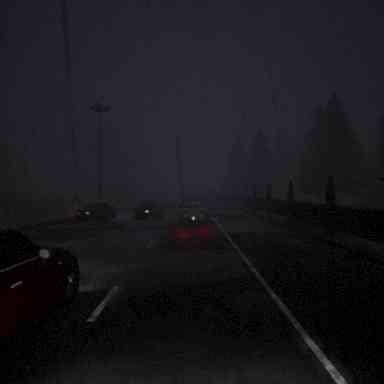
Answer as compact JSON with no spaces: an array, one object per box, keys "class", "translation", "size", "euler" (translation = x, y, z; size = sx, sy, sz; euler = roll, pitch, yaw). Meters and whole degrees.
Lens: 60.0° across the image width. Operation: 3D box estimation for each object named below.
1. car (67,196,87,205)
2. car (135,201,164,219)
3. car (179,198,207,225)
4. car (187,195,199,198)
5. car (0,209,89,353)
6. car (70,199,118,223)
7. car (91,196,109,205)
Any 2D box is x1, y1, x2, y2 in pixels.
[{"class":"car","translation":[-18.038,1.318,52.341],"size":[1.994,1.385,4.181],"euler":[0,0,-5]},{"class":"car","translation":[-3.403,1.435,27.178],"size":[1.994,1.385,4.181],"euler":[0,0,0]},{"class":"car","translation":[0.084,1.416,23.136],"size":[1.812,1.442,4.674],"euler":[0,0,0]},{"class":"car","translation":[0.053,1.156,41.762],"size":[2.097,1.767,4.553],"euler":[0,0,-1]},{"class":"car","translation":[-3.401,1.327,5.111],"size":[2.097,1.767,4.553],"euler":[0,0,0]},{"class":"car","translation":[-6.902,1.431,24.480],"size":[2.033,1.411,5.357],"euler":[0,0,0]},{"class":"car","translation":[-14.553,1.352,52.691],"size":[1.895,1.301,4.718],"euler":[0,0,-5]}]
